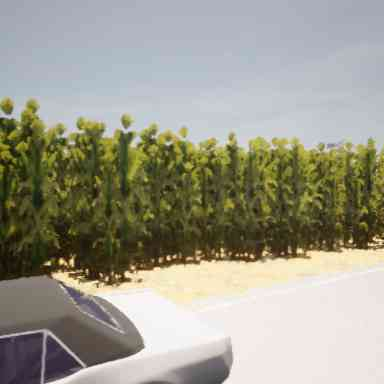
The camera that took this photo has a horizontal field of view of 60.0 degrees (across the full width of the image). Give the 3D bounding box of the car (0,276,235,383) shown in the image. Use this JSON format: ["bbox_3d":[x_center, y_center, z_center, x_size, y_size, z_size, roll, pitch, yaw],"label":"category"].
[{"bbox_3d":[-2.042,1.546,2.668,4.718,1.301,1.895,0,1,-32],"label":"car"}]
